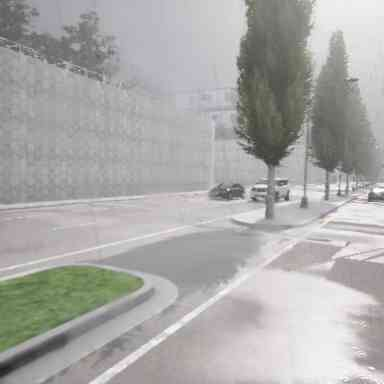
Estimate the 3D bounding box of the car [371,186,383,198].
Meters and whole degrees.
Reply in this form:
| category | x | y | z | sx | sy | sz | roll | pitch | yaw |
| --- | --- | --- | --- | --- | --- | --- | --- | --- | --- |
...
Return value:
| category | x | y | z | sx | sy | sz | roll | pitch | yaw |
| --- | --- | --- | --- | --- | --- | --- | --- | --- | --- |
| car | 23.724 | -0.062 | 41.713 | 1.895 | 1.301 | 4.718 | 4 | 4 | 31 |

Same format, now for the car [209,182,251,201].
| category | x | y | z | sx | sy | sz | roll | pitch | yaw |
| --- | --- | --- | --- | --- | --- | --- | --- | --- | --- |
| car | 3.253 | -0.102 | 29.831 | 1.837 | 1.490 | 4.892 | 4 | 3 | 31 |

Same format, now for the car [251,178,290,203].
| category | x | y | z | sx | sy | sz | roll | pitch | yaw |
| --- | --- | --- | --- | --- | --- | --- | --- | --- | --- |
| car | 7.037 | -0.241 | 29.304 | 2.150 | 2.045 | 5.566 | 4 | 3 | 31 |

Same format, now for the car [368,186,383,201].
| category | x | y | z | sx | sy | sz | roll | pitch | yaw |
| --- | --- | --- | --- | --- | --- | --- | --- | --- | --- |
| car | 19.012 | 0.213 | 33.655 | 1.994 | 1.385 | 4.181 | 4 | 4 | 32 |
